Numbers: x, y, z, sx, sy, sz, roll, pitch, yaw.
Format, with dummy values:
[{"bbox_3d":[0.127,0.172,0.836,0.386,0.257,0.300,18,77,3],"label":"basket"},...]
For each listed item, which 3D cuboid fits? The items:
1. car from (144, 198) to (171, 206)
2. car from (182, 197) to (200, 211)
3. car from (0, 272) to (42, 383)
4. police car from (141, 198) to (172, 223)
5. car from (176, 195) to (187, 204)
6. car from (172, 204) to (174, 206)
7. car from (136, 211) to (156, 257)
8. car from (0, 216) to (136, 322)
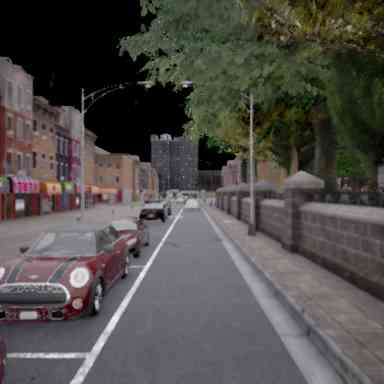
[{"bbox_3d":[-6.520,1.898,63.511,4.718,1.301,1.895,2,4,18],"label":"car"},{"bbox_3d":[0.008,1.753,44.902,1.812,1.442,4.674,0,0,0],"label":"car"},{"bbox_3d":[-2.639,1.590,1.689,1.802,1.307,4.206,0,0,0],"label":"car"},{"bbox_3d":[-3.010,1.552,27.199,1.930,1.638,5.238,0,0,0],"label":"police car"},{"bbox_3d":[-2.644,1.886,73.856,1.752,1.417,4.829,0,0,0],"label":"car"},{"bbox_3d":[-3.022,1.664,34.089,1.837,1.490,4.892,0,0,0],"label":"car"},{"bbox_3d":[-2.640,1.643,13.040,1.802,1.307,4.206,0,0,0],"label":"car"},{"bbox_3d":[-2.640,1.475,7.366,1.967,1.590,4.097,0,0,0],"label":"car"}]
